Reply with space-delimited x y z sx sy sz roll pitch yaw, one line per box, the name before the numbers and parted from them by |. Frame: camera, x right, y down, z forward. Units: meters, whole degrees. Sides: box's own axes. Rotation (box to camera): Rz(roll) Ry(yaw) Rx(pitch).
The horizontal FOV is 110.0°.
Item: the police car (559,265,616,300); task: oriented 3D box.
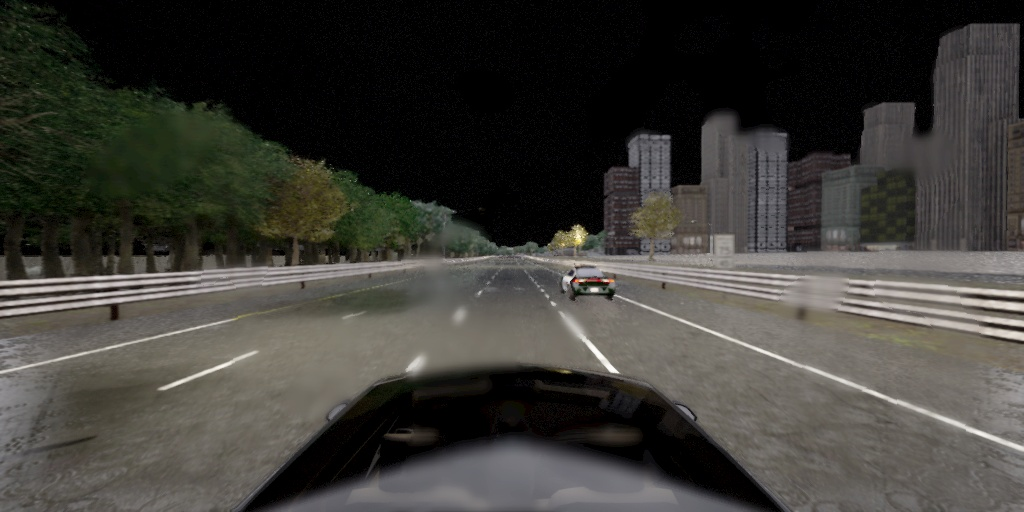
police car | 3.512 1.251 17.666 2.038 1.542 4.974 0 0 0
